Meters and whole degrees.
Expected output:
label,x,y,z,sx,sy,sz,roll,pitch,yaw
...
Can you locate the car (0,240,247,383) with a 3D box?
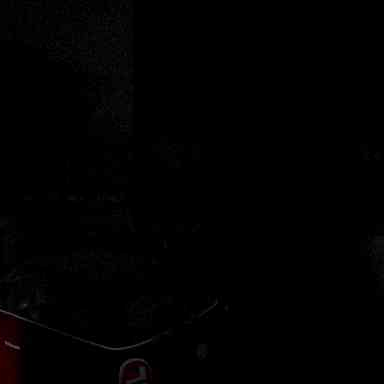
label,x,y,z,sx,sy,sz,roll,pitch,yaw
car,-1.519,1.440,4.027,4.097,1.590,1.967,0,0,35
